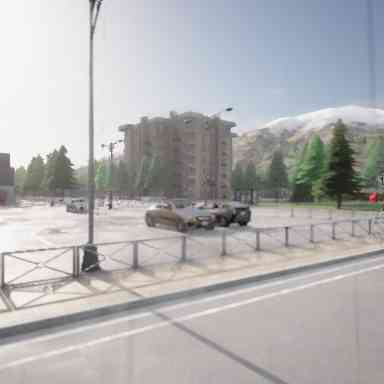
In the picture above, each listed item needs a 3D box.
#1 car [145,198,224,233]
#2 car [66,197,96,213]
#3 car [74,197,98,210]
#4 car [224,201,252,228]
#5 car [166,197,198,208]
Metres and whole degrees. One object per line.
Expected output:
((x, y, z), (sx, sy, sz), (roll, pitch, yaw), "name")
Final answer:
((-0.794, 1.337, 19.194), (2.152, 1.636, 5.027), (0, 0, -36), "car")
((-11.601, 1.392, 34.414), (1.970, 1.475, 3.806), (0, 0, -36), "car")
((-13.529, 1.384, 42.175), (1.845, 1.501, 3.633), (0, 0, -36), "car")
((1.719, 1.348, 21.073), (2.007, 1.523, 4.514), (0, 0, -36), "car")
((-1.551, 1.564, 49.376), (2.033, 1.411, 5.357), (0, 0, -36), "car")
